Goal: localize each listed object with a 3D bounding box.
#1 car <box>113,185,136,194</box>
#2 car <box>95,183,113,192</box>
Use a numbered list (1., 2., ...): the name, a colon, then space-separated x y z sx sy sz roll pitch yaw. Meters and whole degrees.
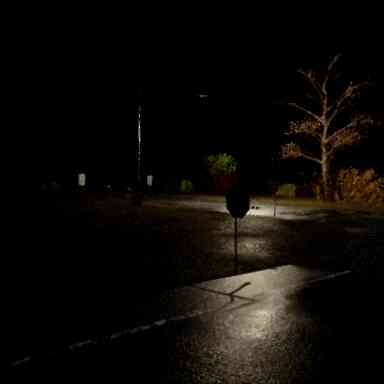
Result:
1. car: -10.488 -0.431 53.153 1.812 1.442 4.674 0 2 -36
2. car: -16.053 -0.913 60.922 2.097 1.767 4.553 0 2 -36
